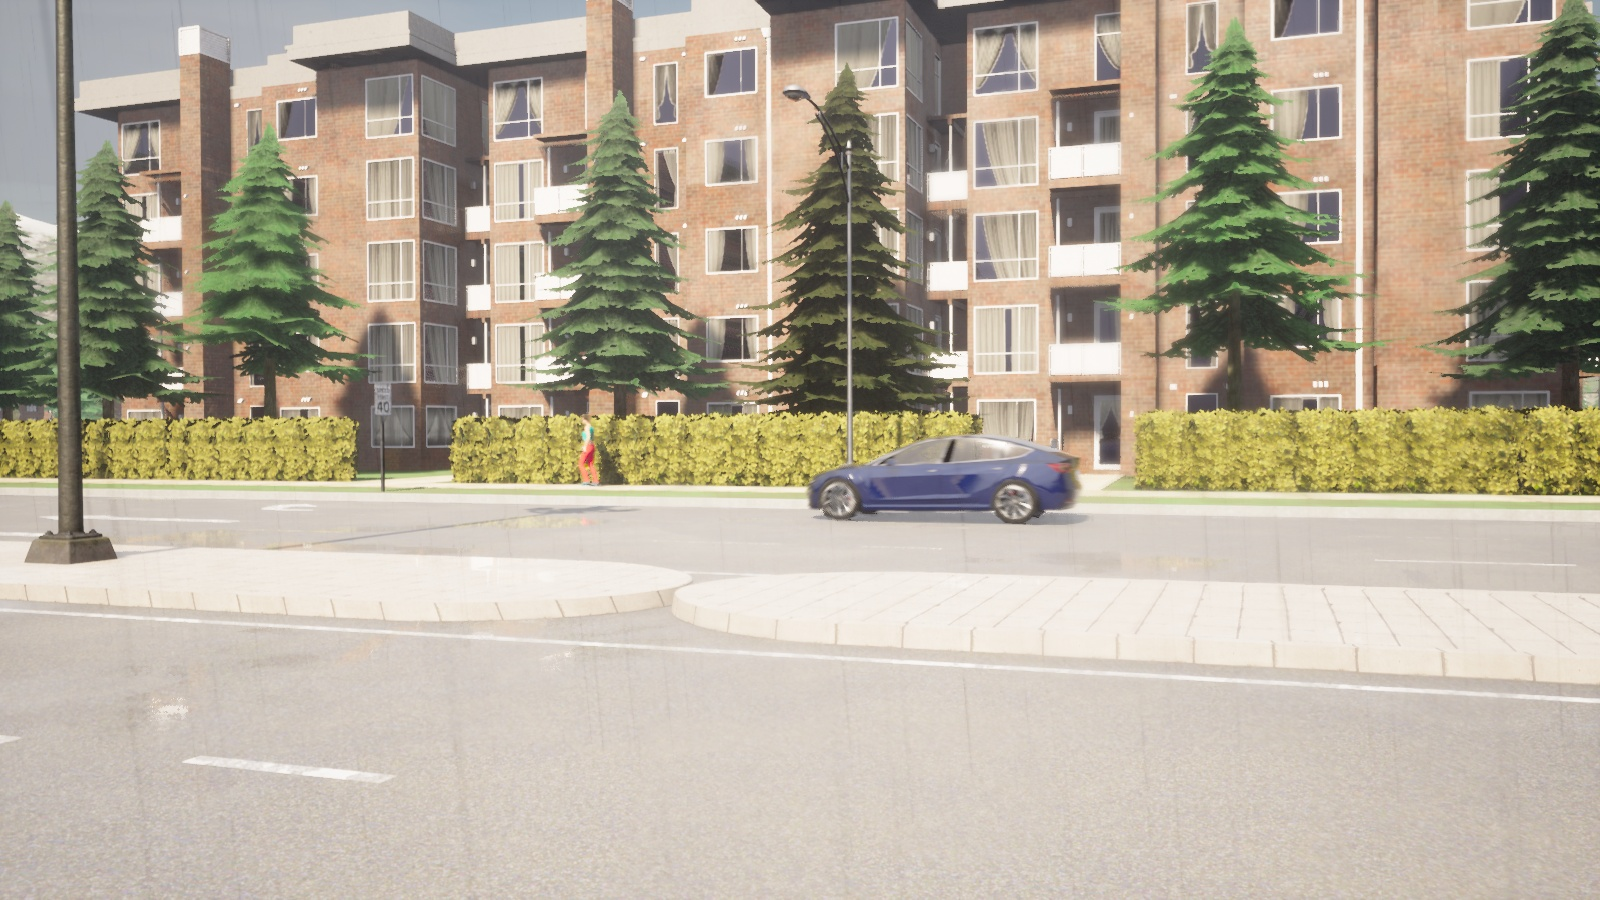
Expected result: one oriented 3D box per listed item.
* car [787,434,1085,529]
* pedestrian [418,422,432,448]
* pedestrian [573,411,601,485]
[{"bbox_3d":[2.400,0.486,21.916,4.792,1.488,2.163,1,1,19],"label":"car"},{"bbox_3d":[-26.685,-1.059,89.391,0.563,1.883,0.849,1,1,20],"label":"pedestrian"},{"bbox_3d":[-5.335,-0.054,31.474,0.594,1.836,0.345,1,1,19],"label":"pedestrian"}]
